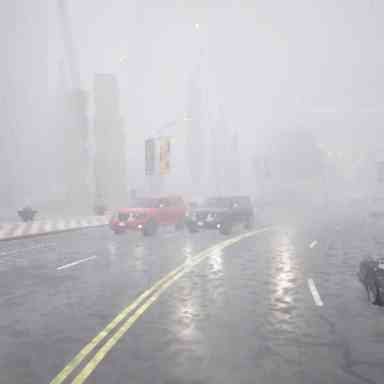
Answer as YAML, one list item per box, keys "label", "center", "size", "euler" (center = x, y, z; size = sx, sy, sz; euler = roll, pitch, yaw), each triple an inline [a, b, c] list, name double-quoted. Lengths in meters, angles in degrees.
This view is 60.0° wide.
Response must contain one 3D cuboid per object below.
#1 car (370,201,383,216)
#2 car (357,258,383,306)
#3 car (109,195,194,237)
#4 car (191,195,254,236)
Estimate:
- label: "car"
  center: [18.263, 1.520, 30.652]
  size: [4.674, 1.442, 1.812]
  euler: [0, 0, -32]
- label: "car"
  center: [4.210, 1.547, 4.866]
  size: [2.033, 1.411, 5.357]
  euler: [0, 0, 9]
- label: "car"
  center: [-2.210, 1.220, 18.700]
  size: [2.150, 2.045, 5.566]
  euler: [0, 0, 26]
- label: "car"
  center: [1.777, 1.218, 18.908]
  size: [2.150, 2.045, 5.566]
  euler: [0, 0, 30]
